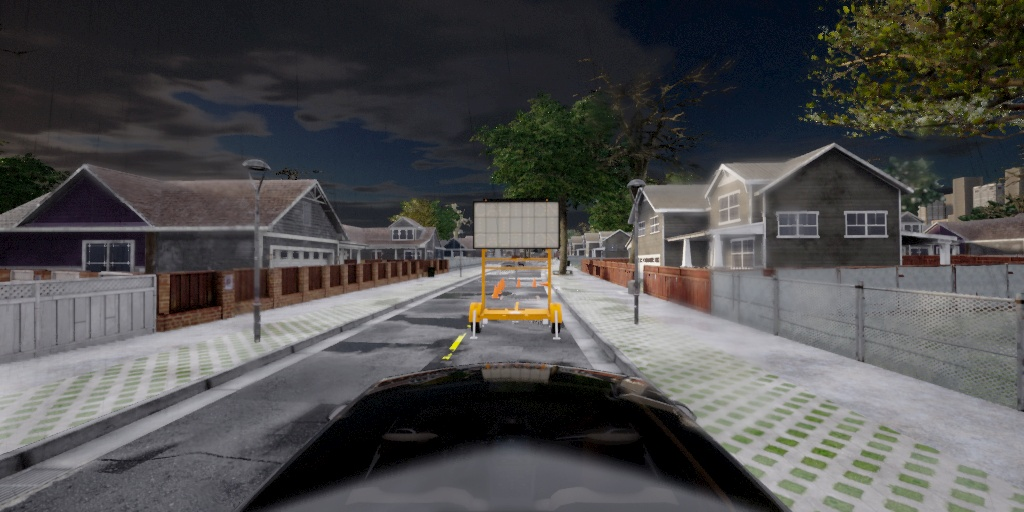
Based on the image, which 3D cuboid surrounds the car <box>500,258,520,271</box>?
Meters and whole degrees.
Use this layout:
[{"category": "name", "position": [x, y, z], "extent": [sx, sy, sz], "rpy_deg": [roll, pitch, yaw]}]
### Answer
[{"category": "car", "position": [-0.405, 1.214, 46.144], "extent": [1.994, 1.385, 4.181], "rpy_deg": [0, 0, 6]}]

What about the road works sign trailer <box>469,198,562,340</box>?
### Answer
[{"category": "road works sign trailer", "position": [0.126, 0.212, 10.022], "extent": [2.380, 3.560, 2.880], "rpy_deg": [0, 0, 2]}]

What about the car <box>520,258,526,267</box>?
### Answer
[{"category": "car", "position": [1.345, 1.059, 62.059], "extent": [1.837, 1.490, 4.892], "rpy_deg": [0, 0, 6]}]
